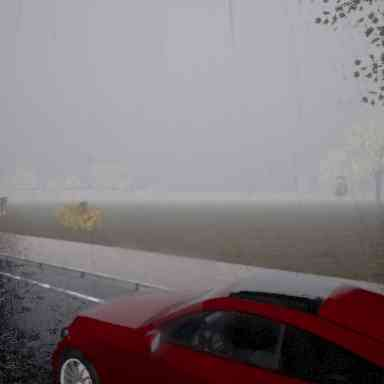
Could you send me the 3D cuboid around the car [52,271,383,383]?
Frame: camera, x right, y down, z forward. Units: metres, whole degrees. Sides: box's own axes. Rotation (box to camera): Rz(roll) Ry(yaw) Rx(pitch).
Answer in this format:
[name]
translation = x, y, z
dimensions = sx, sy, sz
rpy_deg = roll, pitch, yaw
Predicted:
[car]
translation = 0.641, 1.530, 3.107
dimensions = 4.674, 1.442, 1.812
rpy_deg = 0, 0, 35
